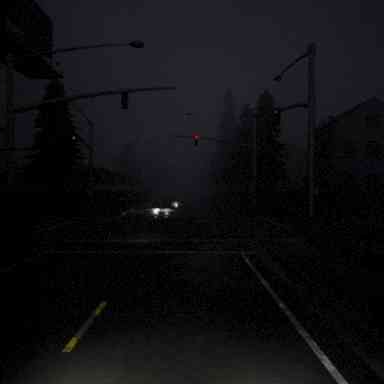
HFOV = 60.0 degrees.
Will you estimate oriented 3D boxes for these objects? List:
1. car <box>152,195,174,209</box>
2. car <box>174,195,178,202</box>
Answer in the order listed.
[{"bbox_3d":[-3.579,1.297,40.062,1.994,1.385,4.181,0,0,0],"label":"car"},{"bbox_3d":[-3.488,1.195,60.792,1.895,1.301,4.718,0,0,0],"label":"car"}]
